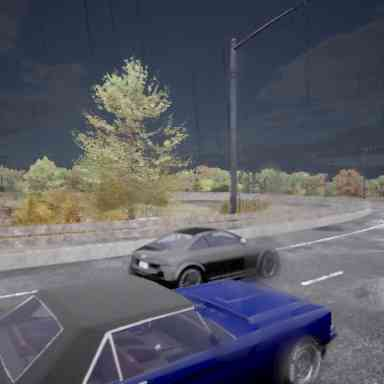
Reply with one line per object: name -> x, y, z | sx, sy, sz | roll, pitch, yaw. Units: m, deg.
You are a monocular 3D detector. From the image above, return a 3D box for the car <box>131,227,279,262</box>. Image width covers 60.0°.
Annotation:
car -> 0.465, 1.621, 8.783 | 4.181, 1.385, 1.994 | 0, 0, -39

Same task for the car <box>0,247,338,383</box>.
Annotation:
car -> -0.495, 1.627, 3.530 | 4.718, 1.301, 1.895 | 0, 0, -37
